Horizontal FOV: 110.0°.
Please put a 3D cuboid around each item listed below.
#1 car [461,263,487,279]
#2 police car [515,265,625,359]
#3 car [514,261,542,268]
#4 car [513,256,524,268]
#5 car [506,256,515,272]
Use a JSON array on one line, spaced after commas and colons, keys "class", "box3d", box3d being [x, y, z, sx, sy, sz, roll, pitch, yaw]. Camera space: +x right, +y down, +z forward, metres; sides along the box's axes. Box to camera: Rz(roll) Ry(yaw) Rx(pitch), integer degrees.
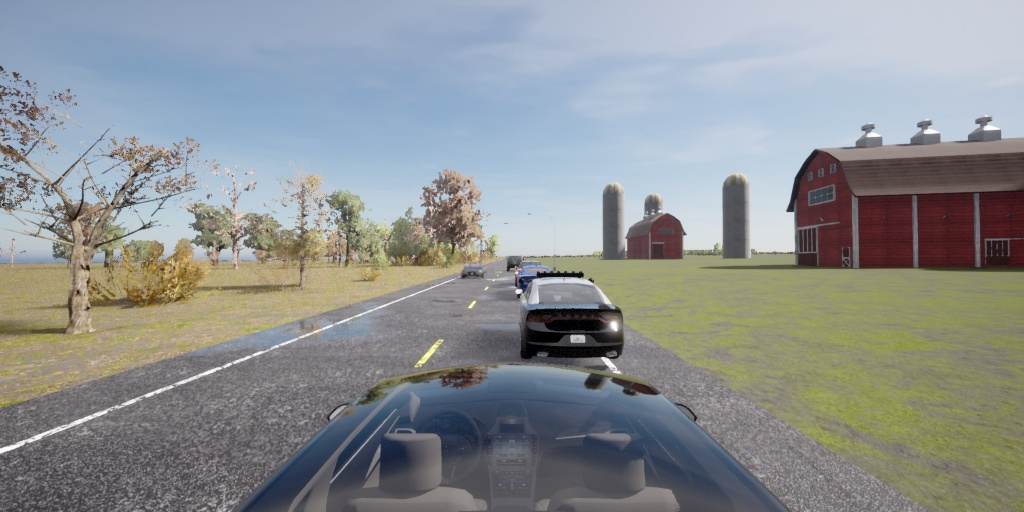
[{"class": "car", "box3d": [-3.329, 1.311, 31.955, 1.994, 1.385, 4.181, 0, 0, 0]}, {"class": "police car", "box3d": [1.119, 1.176, 8.556, 1.930, 1.638, 5.238, 0, 0, 0]}, {"class": "car", "box3d": [1.204, 1.228, 18.446, 1.882, 1.535, 5.008, 0, 0, 0]}, {"class": "car", "box3d": [1.254, 1.100, 24.416, 2.097, 1.767, 4.553, 0, 0, 0]}, {"class": "car", "box3d": [0.431, 0.962, 47.358, 2.150, 2.045, 5.566, 0, 0, 1]}]
